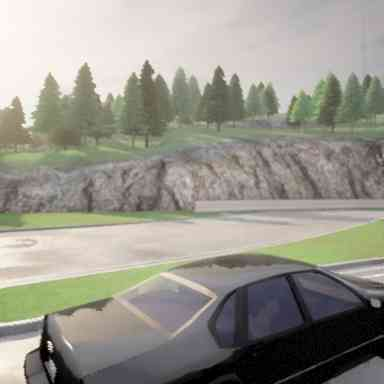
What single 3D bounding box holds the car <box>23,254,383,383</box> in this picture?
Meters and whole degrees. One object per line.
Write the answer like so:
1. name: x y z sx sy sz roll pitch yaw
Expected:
1. car: 0.877 1.560 4.275 5.357 1.411 2.033 0 0 -34
